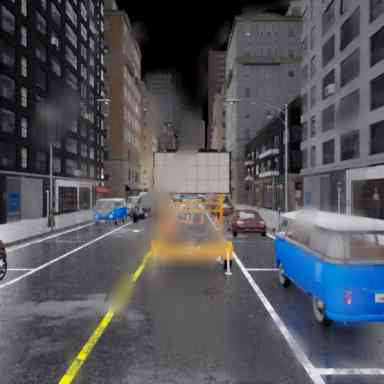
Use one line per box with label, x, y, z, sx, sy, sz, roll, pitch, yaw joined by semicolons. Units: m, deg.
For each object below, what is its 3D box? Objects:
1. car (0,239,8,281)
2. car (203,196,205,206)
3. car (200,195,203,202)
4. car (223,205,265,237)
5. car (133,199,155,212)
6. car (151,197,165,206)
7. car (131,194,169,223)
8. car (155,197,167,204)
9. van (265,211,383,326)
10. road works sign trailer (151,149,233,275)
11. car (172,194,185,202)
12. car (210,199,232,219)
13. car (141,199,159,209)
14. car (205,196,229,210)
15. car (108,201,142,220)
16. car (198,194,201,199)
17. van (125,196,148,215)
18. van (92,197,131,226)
car;-5.670;1.440;6.793;1.967;1.590;4.097;0;0;0
car;2.848;1.442;45.304;1.967;1.590;4.097;0;0;0
car;2.845;1.556;56.307;2.008;1.369;4.403;0;0;0
car;2.853;1.581;17.797;1.802;1.307;4.206;0;0;0
car;-5.677;1.566;39.801;1.947;1.339;4.313;0;0;0
car;-5.680;1.571;56.305;1.947;1.339;4.313;0;0;0
car;-3.104;1.220;25.595;2.150;2.045;5.566;0;0;0
car;-5.682;1.589;61.806;1.802;1.307;4.206;0;0;0
van;2.855;1.340;6.794;1.690;1.788;3.998;0;0;0
road works sign trailer;-0.001;0.464;10.472;2.380;3.560;2.880;0;0;0
car;-3.013;1.537;70.890;1.812;1.442;4.674;0;0;0
car;2.851;1.581;28.799;1.802;1.307;4.206;0;0;0
car;-5.677;1.584;45.302;1.802;1.307;4.206;0;0;0
car;2.849;1.314;34.301;2.192;1.841;5.009;0;0;0
car;-5.674;1.550;28.798;2.008;1.369;4.403;0;0;0
car;2.843;1.576;67.309;1.947;1.339;4.313;0;0;0
van;-5.676;1.340;34.299;1.690;1.788;3.998;0;0;0
van;-5.674;1.340;23.298;1.690;1.788;3.998;0;0;0
